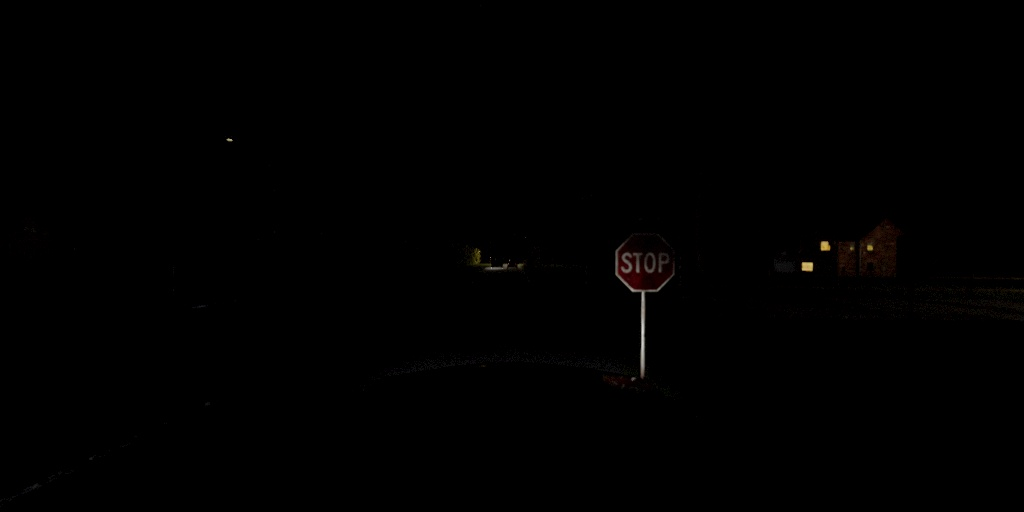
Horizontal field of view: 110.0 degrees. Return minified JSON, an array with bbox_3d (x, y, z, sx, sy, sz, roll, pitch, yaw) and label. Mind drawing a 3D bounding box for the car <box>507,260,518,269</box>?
[{"bbox_3d":[0.046,1.425,61.243,2.033,1.411,5.357,0,0,0],"label":"car"}]
